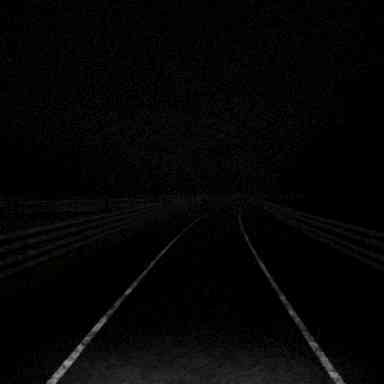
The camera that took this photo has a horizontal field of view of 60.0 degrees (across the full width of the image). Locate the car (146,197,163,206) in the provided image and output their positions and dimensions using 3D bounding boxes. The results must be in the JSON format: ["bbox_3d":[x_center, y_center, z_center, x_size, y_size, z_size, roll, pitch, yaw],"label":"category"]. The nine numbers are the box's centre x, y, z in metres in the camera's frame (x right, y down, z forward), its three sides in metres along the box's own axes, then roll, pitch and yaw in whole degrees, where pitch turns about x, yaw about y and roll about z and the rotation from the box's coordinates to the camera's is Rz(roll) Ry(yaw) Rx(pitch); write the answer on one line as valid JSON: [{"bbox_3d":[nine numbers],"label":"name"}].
[{"bbox_3d":[-5.689,1.452,53.221,1.812,1.442,4.674,0,0,25],"label":"car"}]

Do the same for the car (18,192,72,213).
[{"bbox_3d":[-14.743,1.023,33.688,2.150,2.045,5.566,0,0,25],"label":"car"}]

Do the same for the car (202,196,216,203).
[{"bbox_3d":[3.592,1.593,73.233,2.033,1.411,5.357,0,0,25],"label":"car"}]
